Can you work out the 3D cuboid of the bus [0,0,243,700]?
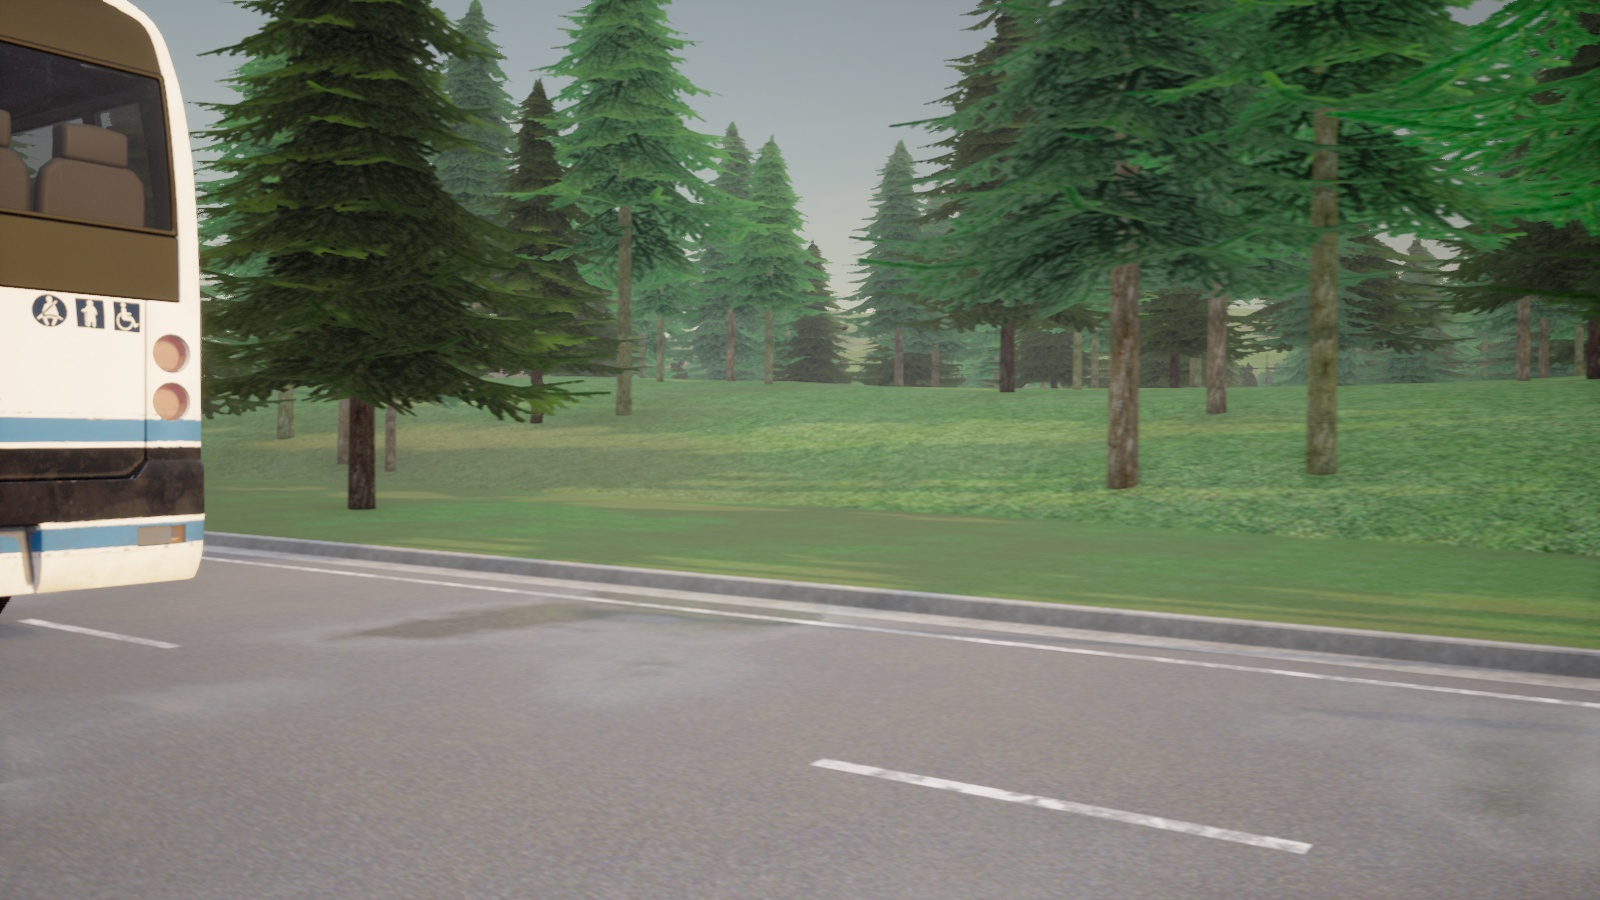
[{"bbox_3d":[-9.169,-0.662,9.689,10.273,4.253,3.944,0,1,34],"label":"bus"}]
